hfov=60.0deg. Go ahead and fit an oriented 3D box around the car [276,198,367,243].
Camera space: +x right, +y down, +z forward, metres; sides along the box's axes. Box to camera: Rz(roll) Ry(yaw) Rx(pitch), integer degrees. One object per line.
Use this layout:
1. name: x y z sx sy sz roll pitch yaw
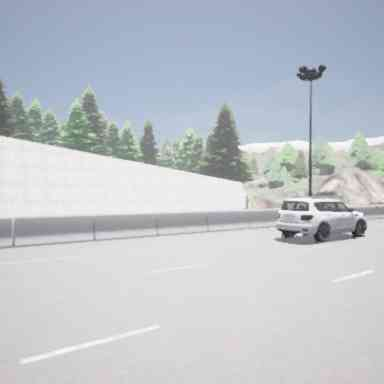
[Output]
1. car: 6.735 1.349 17.143 5.566 2.045 2.150 1 0 -35
